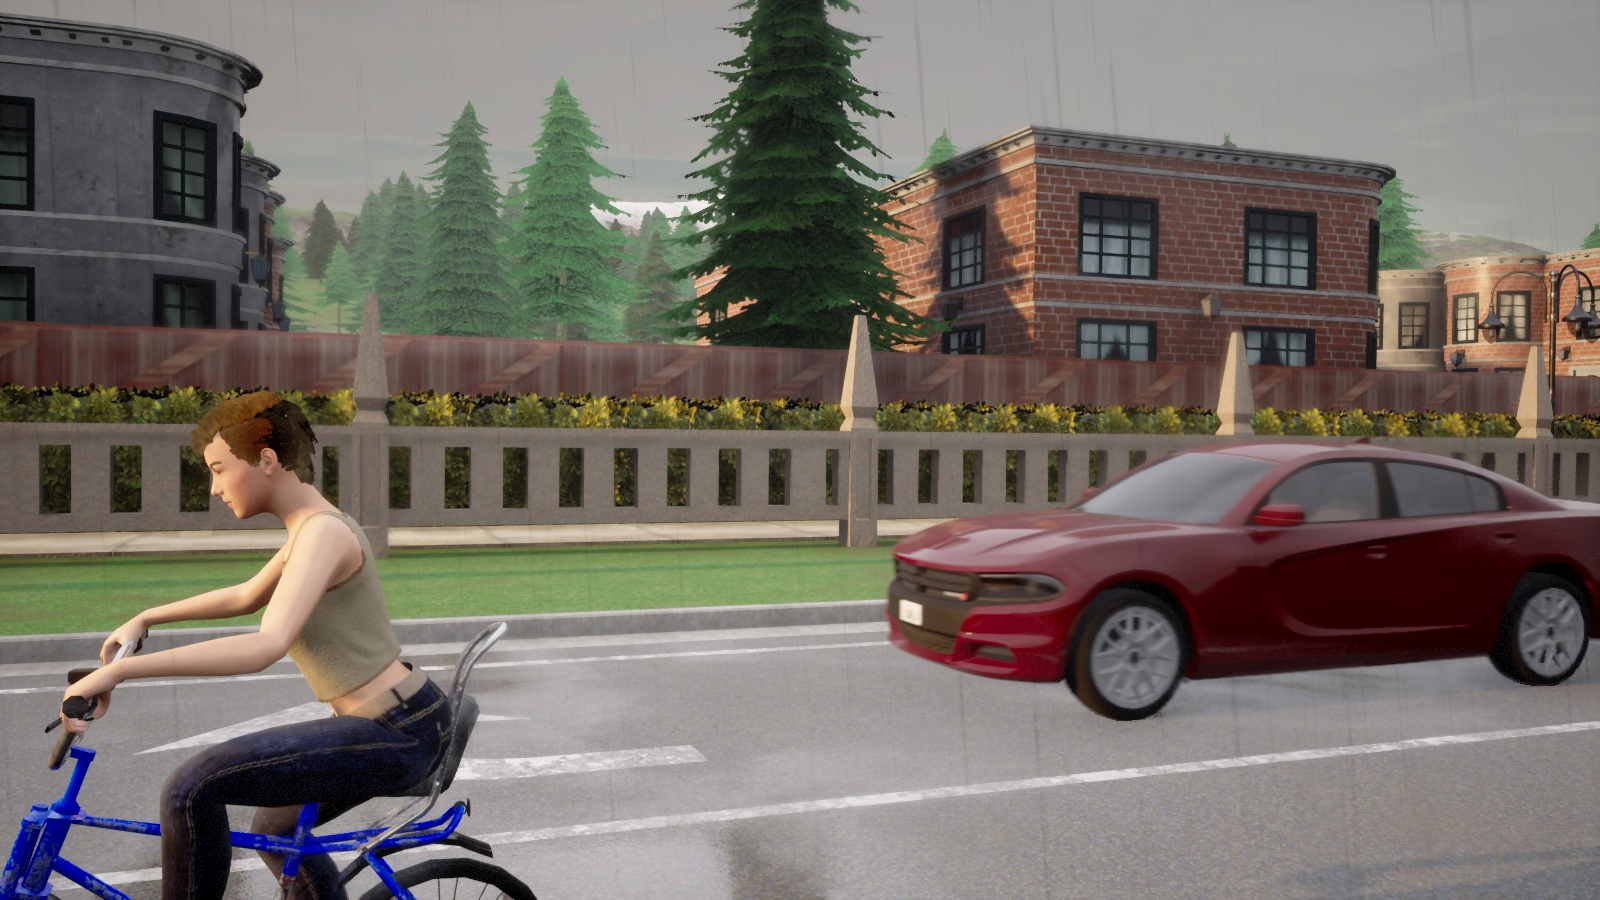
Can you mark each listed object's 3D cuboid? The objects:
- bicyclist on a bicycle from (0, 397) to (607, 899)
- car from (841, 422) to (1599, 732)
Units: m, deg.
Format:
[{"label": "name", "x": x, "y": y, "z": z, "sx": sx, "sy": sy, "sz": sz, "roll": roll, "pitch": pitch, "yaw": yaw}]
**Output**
[{"label": "bicyclist on a bicycle", "x": -1.262, "y": 0.703, "z": 2.754, "sx": 1.509, "sy": 1.612, "sz": 0.866, "roll": -1, "pitch": 1, "yaw": -20}, {"label": "car", "x": 2.949, "y": 0.612, "z": 8.104, "sx": 5.008, "sy": 1.535, "sz": 1.882, "roll": -1, "pitch": 1, "yaw": -21}]
